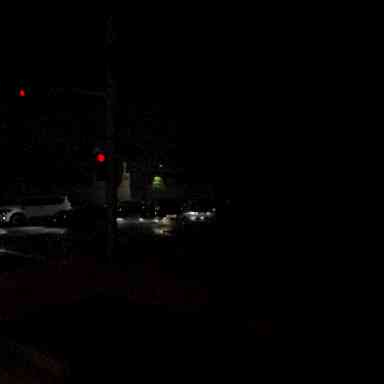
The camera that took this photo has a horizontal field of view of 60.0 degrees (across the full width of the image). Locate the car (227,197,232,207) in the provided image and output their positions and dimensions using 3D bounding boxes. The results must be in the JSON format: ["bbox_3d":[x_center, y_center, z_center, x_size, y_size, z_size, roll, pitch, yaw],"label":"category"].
[{"bbox_3d":[6.881,1.582,51.961,1.837,1.490,4.892,0,0,2],"label":"car"}]

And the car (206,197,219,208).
[{"bbox_3d":[3.190,1.588,50.102,1.837,1.490,4.892,0,0,5],"label":"car"}]

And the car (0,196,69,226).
[{"bbox_3d":[-11.545,1.297,24.361,2.150,2.045,5.566,0,0,35],"label":"car"}]

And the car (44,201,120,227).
[{"bbox_3d":[-7.710,1.590,23.799,1.812,1.442,4.674,0,0,34],"label":"car"}]

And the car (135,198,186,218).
[{"bbox_3d":[-2.839,1.417,31.347,2.097,1.767,4.553,0,0,29],"label":"car"}]

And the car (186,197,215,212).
[{"bbox_3d":[1.162,1.635,40.318,1.994,1.385,4.181,0,0,17],"label":"car"}]

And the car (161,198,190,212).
[{"bbox_3d":[-2.019,1.573,41.701,2.128,1.511,4.902,0,0,16],"label":"car"}]

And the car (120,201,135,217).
[{"bbox_3d":[-6.181,1.602,32.512,1.812,1.442,4.674,0,0,31],"label":"car"}]
